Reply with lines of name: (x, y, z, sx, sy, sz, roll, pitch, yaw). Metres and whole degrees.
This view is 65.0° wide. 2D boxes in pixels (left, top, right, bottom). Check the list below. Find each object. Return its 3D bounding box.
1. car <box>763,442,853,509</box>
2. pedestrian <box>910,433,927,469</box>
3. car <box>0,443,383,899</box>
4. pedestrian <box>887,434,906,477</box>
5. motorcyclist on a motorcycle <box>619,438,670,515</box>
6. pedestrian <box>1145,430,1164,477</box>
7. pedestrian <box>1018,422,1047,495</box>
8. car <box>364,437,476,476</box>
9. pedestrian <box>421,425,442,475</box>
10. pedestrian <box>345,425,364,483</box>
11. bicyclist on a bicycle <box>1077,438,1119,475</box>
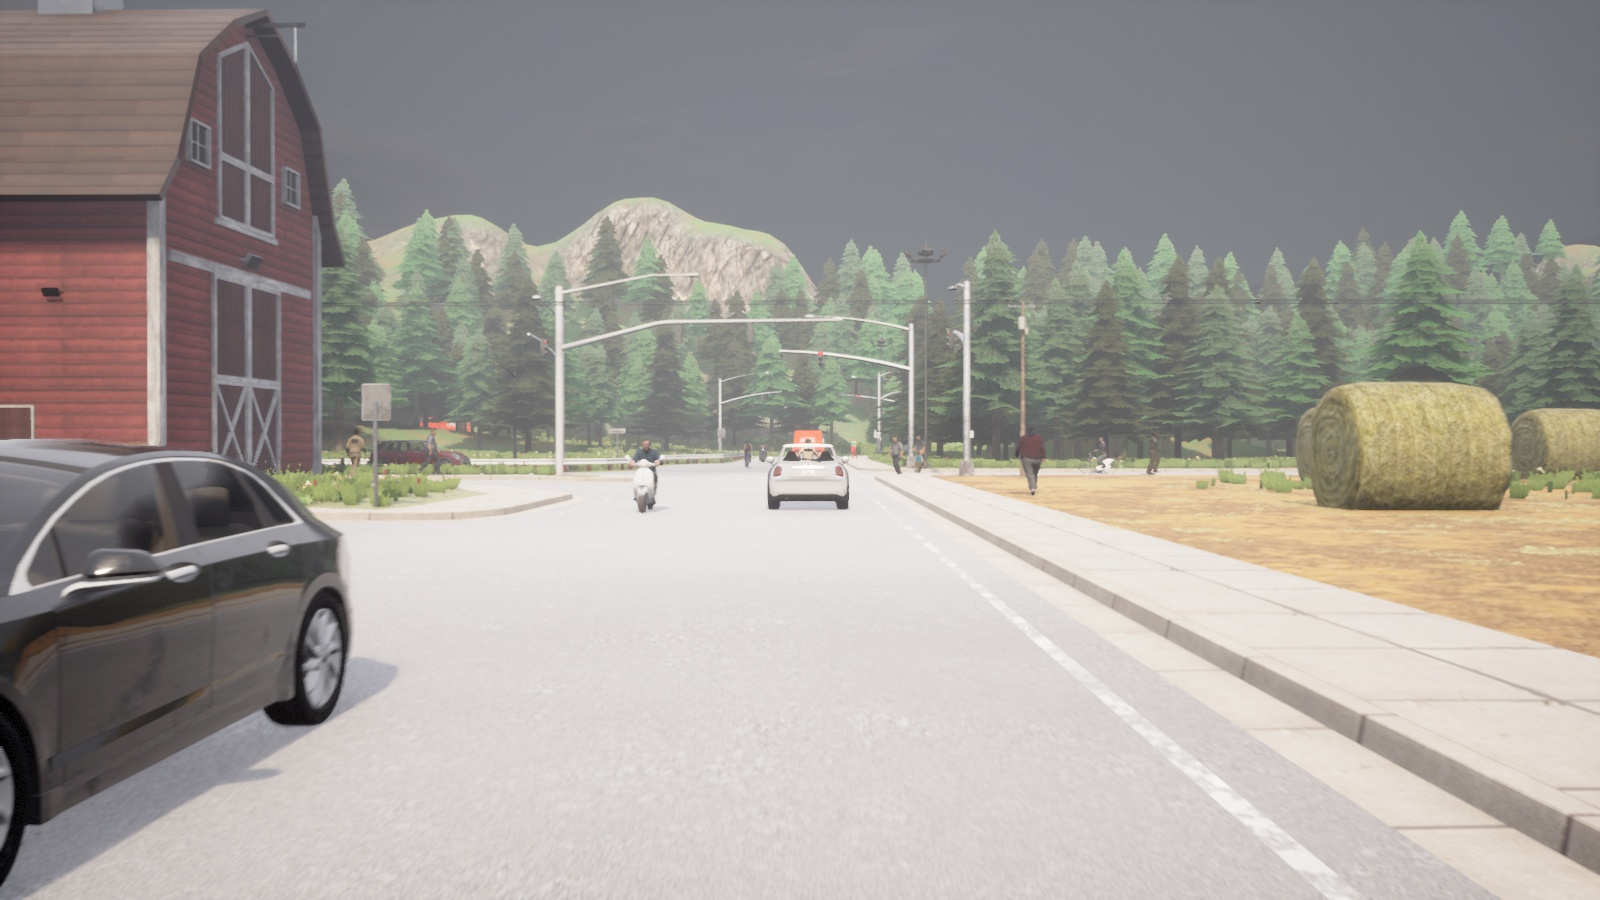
car: (0.183, 0.547, 29.343, 1.970, 1.475, 3.806, 0, 0, 0)
pedestrian: (6.081, 0.069, 64.501, 0.694, 1.848, 0.540, 0, 0, -20)
car: (-3.455, 0.720, 5.144, 1.837, 1.490, 4.892, 0, 0, 0)
pedestrian: (4.178, 0.238, 54.485, 0.540, 1.848, 0.694, 0, 0, 39)
motorcyclist on a motorcycle: (-3.331, 0.545, 27.051, 0.866, 1.590, 1.817, 0, 0, 0)
pedestrian: (14.707, 0.129, 52.053, 0.692, 1.930, 0.395, 0, 0, 4)
pedestrian: (5.912, 0.214, 31.935, 0.634, 1.844, 0.899, 0, 0, 4)
car: (-17.608, 0.289, 58.275, 4.553, 1.767, 2.097, 0, 0, 1)
pedestrian: (-13.800, 0.010, 47.014, 0.694, 1.848, 0.540, 0, 0, -27)
pedestrian: (-15.064, 0.137, 42.459, 0.396, 1.930, 0.692, 0, 0, -1)
bicyclist on a bicycle: (14.474, 0.312, 61.012, 1.843, 1.776, 0.659, 0, 0, 1)
